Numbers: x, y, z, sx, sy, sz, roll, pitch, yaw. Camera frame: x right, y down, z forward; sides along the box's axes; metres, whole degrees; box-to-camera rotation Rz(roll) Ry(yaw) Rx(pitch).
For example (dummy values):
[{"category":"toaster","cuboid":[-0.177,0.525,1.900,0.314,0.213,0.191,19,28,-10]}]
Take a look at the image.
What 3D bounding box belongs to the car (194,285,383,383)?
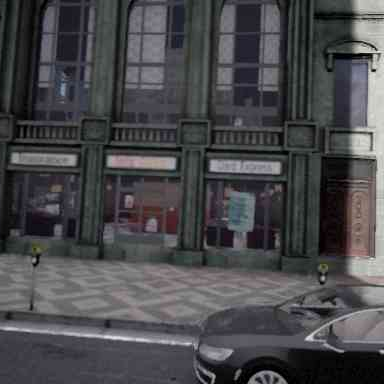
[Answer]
[{"category":"car","cuboid":[2.239,1.953,4.354,4.403,1.369,2.008,2,-3,5]}]
